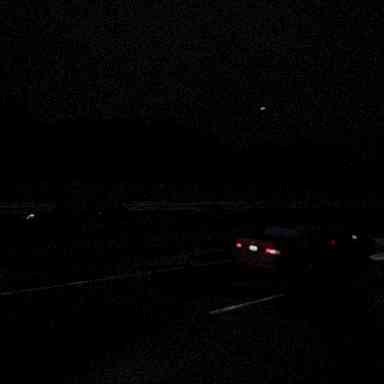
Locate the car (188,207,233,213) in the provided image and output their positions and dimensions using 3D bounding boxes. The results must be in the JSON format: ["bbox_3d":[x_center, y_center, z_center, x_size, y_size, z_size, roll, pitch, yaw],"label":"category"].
[{"bbox_3d":[1.049,1.670,21.816,5.357,1.411,2.033,1,0,-35],"label":"car"}]

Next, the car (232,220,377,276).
[{"bbox_3d":[3.750,1.630,10.658,5.357,1.411,2.033,1,0,-35],"label":"car"}]

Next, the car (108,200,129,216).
[{"bbox_3d":[-7.079,1.423,24.670,4.553,1.767,2.097,1,0,-35],"label":"car"}]

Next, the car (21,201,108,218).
[{"bbox_3d":[-7.765,1.393,19.910,4.553,1.767,2.097,1,0,-35],"label":"car"}]
